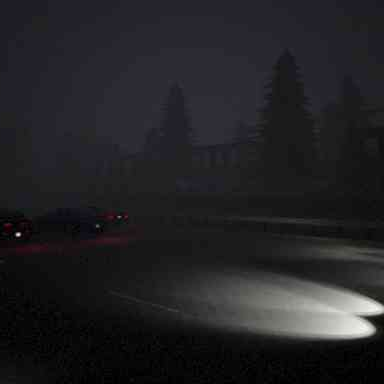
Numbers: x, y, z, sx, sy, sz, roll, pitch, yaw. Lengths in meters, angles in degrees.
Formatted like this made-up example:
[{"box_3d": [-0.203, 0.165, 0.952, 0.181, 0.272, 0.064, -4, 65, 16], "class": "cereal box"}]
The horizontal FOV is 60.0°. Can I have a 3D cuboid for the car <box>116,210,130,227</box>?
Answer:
[{"box_3d": [-6.523, 1.603, 22.188, 5.357, 1.411, 2.033, 0, 0, 37], "class": "car"}]

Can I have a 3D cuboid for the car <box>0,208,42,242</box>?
[{"box_3d": [-9.235, 1.530, 15.457, 4.892, 1.490, 1.837, 0, 0, 37], "class": "car"}]

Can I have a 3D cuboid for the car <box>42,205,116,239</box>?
[{"box_3d": [-6.616, 1.518, 17.863, 5.008, 1.535, 1.882, 0, 0, 37], "class": "car"}]
